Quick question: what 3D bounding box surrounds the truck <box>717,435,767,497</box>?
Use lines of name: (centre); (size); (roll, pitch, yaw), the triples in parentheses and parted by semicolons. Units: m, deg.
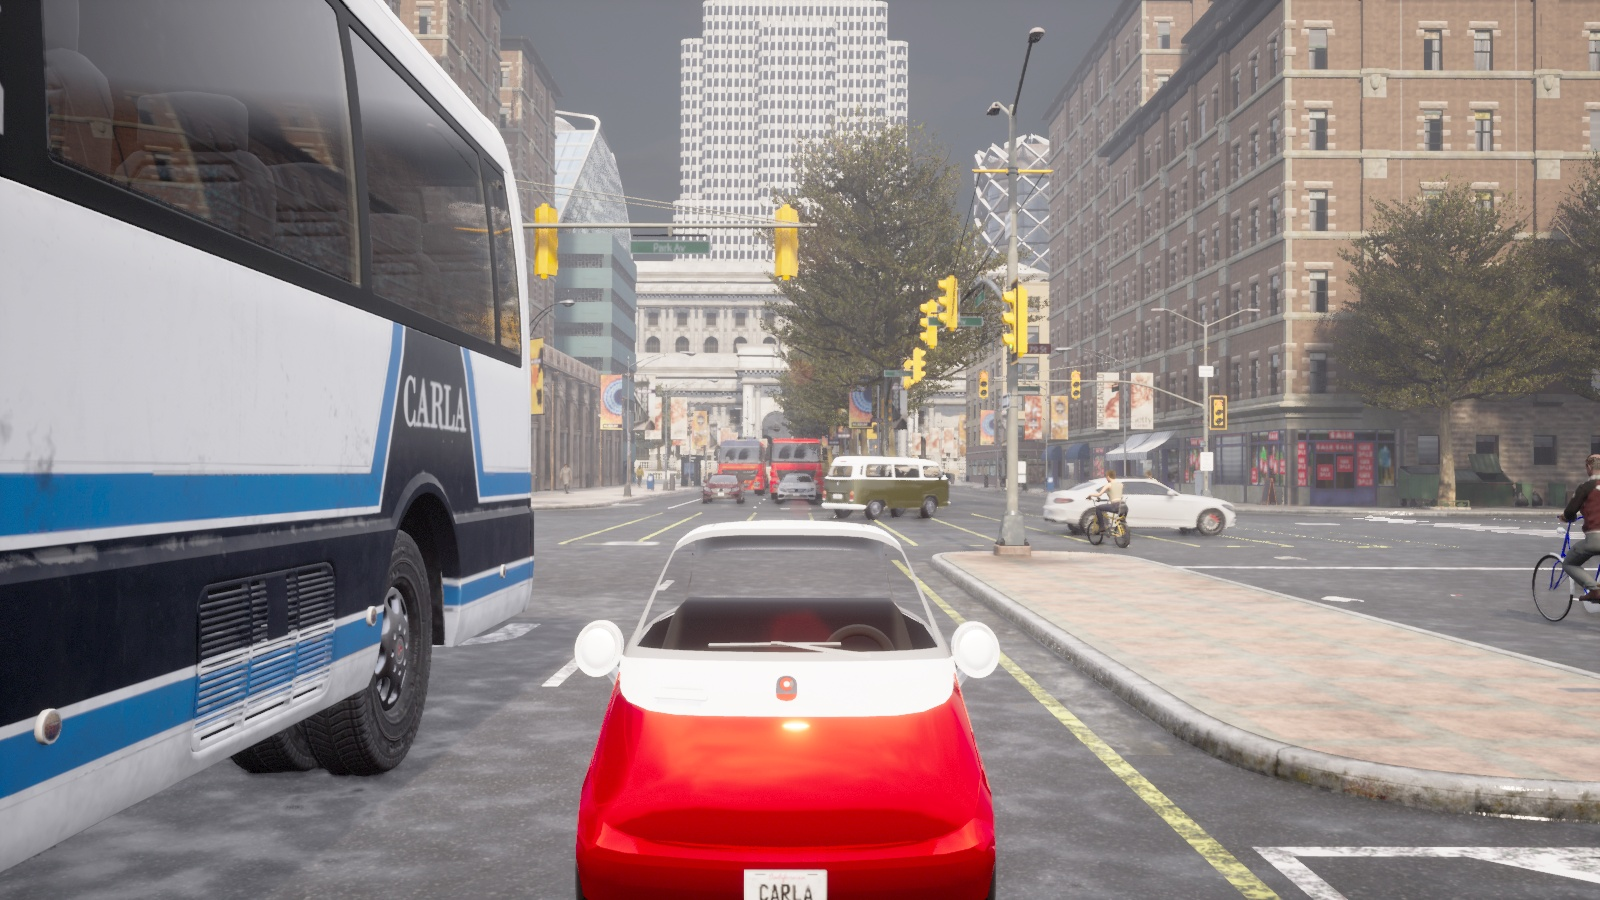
truck: (-3.730, 1.039, 82.075); (2.891, 3.827, 8.468); (0, -1, 0)

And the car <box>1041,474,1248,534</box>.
car: (8.557, 1.333, 31.436); (4.674, 1.442, 1.812); (0, -1, 0)

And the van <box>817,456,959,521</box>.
van: (2.940, 1.220, 41.449); (4.480, 2.038, 2.069); (1, -1, -39)

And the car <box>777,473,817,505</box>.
car: (-0.118, 1.859, 60.803); (1.812, 1.442, 4.674); (0, -1, 1)

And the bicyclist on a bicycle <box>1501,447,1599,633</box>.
bicyclist on a bicycle: (7.942, 0.866, 12.700); (0.659, 1.776, 1.843); (0, -1, 0)

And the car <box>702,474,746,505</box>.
car: (-3.653, 1.877, 61.008); (1.812, 1.442, 4.674); (0, -1, 1)

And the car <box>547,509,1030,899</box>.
car: (-0.039, 0.953, 4.966); (1.481, 1.376, 2.207); (0, -1, 0)

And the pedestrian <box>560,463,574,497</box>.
pedestrian: (-13.752, 1.766, 74.043); (0.659, 1.952, 0.873); (0, -1, 0)

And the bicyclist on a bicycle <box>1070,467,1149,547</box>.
bicyclist on a bicycle: (6.445, 1.164, 26.212); (0.866, 1.612, 1.509); (0, -1, -21)

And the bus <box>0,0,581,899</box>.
bus: (-3.542, -0.482, 3.917); (3.944, 4.253, 10.273); (0, -1, 0)

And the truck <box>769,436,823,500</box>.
truck: (-0.204, 1.035, 71.876); (2.891, 3.462, 7.936); (0, -1, 0)
